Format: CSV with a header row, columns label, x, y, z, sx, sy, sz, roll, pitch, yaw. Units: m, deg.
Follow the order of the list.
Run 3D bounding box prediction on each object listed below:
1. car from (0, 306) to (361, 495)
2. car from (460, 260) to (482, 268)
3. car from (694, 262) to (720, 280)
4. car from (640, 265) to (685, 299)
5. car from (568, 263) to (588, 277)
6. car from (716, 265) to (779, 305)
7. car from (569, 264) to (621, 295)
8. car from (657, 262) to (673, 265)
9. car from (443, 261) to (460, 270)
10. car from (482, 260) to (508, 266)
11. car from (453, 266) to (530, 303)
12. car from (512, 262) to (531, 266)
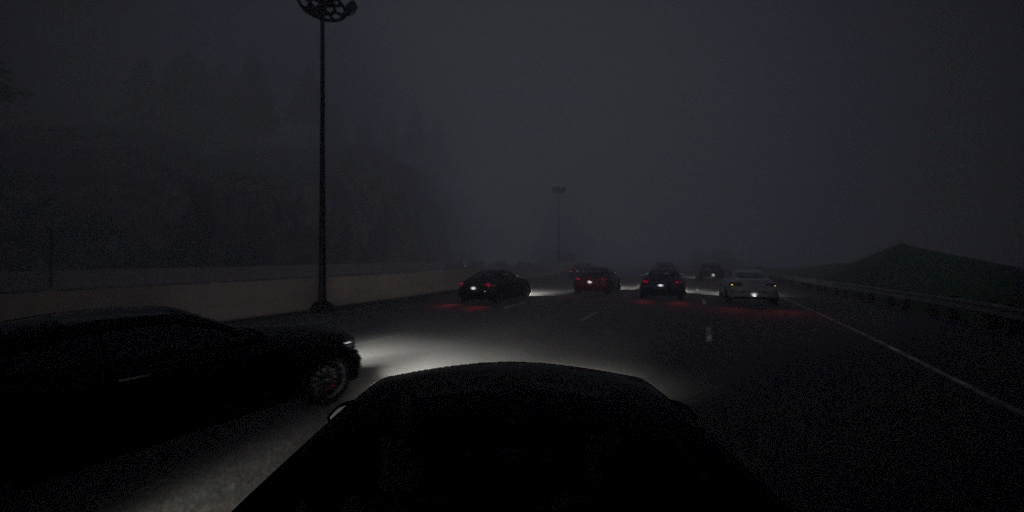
label,x,y,z,sx,sy,sz,roll,pitch,yaw
car,-4.026,1.283,3.935,1.812,1.442,4.674,0,0,31
car,-5.271,1.375,52.255,1.837,1.490,4.892,0,-1,18
car,17.032,1.309,30.968,1.837,1.490,4.892,0,-1,22
car,7.793,1.348,18.435,1.994,1.385,4.181,0,0,26
car,6.433,1.364,32.597,2.033,1.411,5.357,0,0,22
car,10.609,1.303,16.247,1.812,1.442,4.674,0,0,26
car,4.961,1.354,20.619,1.994,1.385,4.181,0,0,26
car,14.138,1.314,33.176,1.837,1.490,4.892,0,-1,22
car,-8.546,1.438,53.501,1.994,1.385,4.181,0,0,18
car,-1.987,1.356,51.045,2.128,1.511,4.902,0,0,18
car,-0.715,1.349,17.022,1.994,1.385,4.181,0,0,27
car,1.461,1.461,50.321,1.895,1.301,4.718,0,0,18
